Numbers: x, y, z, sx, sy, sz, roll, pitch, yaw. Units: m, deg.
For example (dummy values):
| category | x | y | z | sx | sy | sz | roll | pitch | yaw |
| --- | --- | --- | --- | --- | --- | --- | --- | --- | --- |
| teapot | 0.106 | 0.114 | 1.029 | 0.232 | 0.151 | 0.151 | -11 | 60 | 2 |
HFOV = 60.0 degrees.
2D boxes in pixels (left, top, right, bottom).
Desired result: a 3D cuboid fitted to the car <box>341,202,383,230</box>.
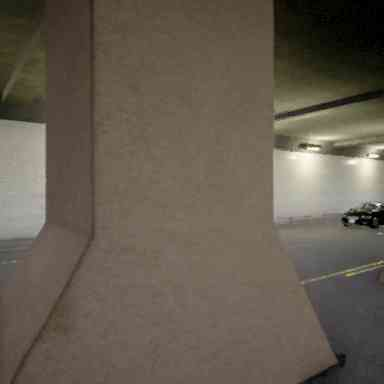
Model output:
| category | x | y | z | sx | sy | sz | roll | pitch | yaw |
| --- | --- | --- | --- | --- | --- | --- | --- | --- | --- |
| car | 11.166 | 1.397 | 20.480 | 4.902 | 1.511 | 2.128 | 0 | 0 | -35 |
